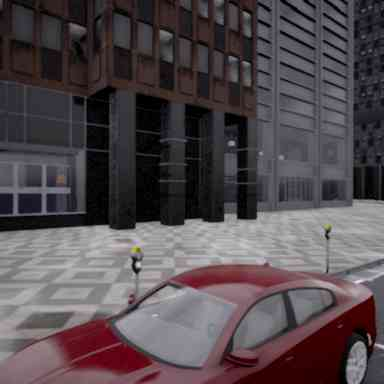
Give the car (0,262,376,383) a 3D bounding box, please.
[{"bbox_3d":[0.319,1.543,3.553,4.507,1.381,1.887,0,0,-39],"label":"car"}]
